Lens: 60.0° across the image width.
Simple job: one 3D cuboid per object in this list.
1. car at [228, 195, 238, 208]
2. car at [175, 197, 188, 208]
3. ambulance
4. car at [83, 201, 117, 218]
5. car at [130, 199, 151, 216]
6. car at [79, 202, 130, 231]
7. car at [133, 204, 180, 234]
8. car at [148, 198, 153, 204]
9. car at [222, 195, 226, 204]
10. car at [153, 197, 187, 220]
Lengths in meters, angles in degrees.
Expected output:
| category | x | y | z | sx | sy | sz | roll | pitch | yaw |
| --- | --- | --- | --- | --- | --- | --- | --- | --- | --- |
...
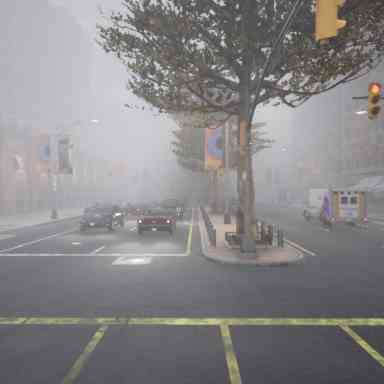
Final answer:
| category | x | y | z | sx | sy | sz | roll | pitch | yaw |
| --- | --- | --- | --- | --- | --- | --- | --- | --- | --- |
| car | 6.527 | 1.505 | 49.538 | 1.837 | 1.490 | 4.892 | 0 | 0 | 1 |
| car | -1.515 | 1.526 | 49.639 | 1.812 | 1.442 | 4.674 | 0 | 0 | 2 |
| ambulance | 9.732 | 1.031 | 23.416 | 2.351 | 2.431 | 6.366 | 0 | 0 | 1 |
| car | -8.434 | 1.595 | 30.925 | 1.895 | 1.301 | 4.718 | 0 | 0 | 0 |
| car | -5.289 | 1.601 | 30.417 | 1.895 | 1.301 | 4.718 | 0 | 0 | 1 |
| car | -5.401 | 1.505 | 20.533 | 1.837 | 1.490 | 4.892 | 0 | 0 | 1 |
| car | -1.915 | 1.601 | 19.242 | 1.895 | 1.301 | 4.718 | 0 | 0 | 1 |
| car | -5.157 | 1.526 | 40.645 | 1.812 | 1.442 | 4.674 | 0 | 0 | 0 |
| car | 6.644 | 1.352 | 59.928 | 2.097 | 1.767 | 4.553 | 0 | 0 | 1 |
| car | -1.811 | 1.352 | 28.296 | 2.097 | 1.767 | 4.553 | 0 | 0 | 1 |
